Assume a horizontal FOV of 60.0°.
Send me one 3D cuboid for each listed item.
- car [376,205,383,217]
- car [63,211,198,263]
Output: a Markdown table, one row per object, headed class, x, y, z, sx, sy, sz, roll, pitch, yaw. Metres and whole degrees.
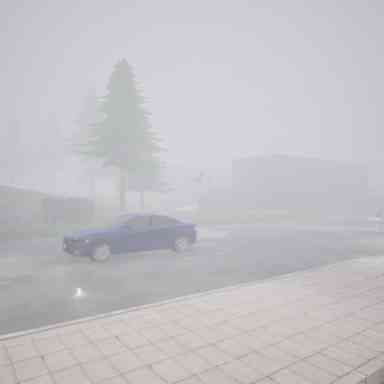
| class | x | y | z | sx | sy | sz | roll | pitch | yaw |
| --- | --- | --- | --- | --- | --- | --- | --- | --- | --- |
| car | 19.596 | 1.697 | 31.991 | 4.674 | 1.442 | 1.812 | 1 | 0 | -35 |
| car | -2.120 | 1.503 | 12.307 | 5.008 | 1.535 | 1.882 | 0 | 0 | -35 |
